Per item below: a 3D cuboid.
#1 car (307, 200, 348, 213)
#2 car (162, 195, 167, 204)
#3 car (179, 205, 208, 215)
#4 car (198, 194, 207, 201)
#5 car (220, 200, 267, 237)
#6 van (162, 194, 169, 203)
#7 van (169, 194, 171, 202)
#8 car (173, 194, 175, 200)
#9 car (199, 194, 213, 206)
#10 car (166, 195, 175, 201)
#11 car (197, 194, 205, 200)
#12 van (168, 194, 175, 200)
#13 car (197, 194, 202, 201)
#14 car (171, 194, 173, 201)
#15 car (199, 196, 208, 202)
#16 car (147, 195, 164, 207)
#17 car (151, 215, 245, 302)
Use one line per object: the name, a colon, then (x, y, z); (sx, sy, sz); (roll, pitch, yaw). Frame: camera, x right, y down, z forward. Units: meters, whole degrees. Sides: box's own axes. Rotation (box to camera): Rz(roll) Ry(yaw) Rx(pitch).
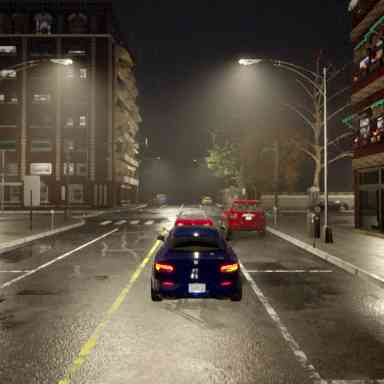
car: (15.153, 1.607, 37.144); (4.313, 1.339, 1.947); (0, -1, 0)
car: (-5.768, 1.616, 56.113); (1.802, 1.307, 4.206); (1, 0, 0)
car: (0.071, 1.608, 17.900); (1.895, 1.301, 4.718); (0, 0, 0)
car: (2.572, 1.377, 83.812); (2.192, 1.841, 5.009); (1, 0, 0)
car: (2.679, 1.322, 18.091); (2.192, 1.841, 5.009); (1, 0, 0)
van: (-5.772, 1.380, 61.652); (1.690, 1.788, 3.998); (1, 0, 0)
van: (-5.781, 1.385, 67.191); (1.690, 1.788, 3.998); (1, 0, 0)
car: (-5.803, 1.606, 78.268); (2.008, 1.369, 4.403); (1, 0, 0)
car: (2.613, 1.560, 56.291); (1.752, 1.417, 4.829); (1, 0, 0)
car: (-5.821, 1.620, 89.346); (2.008, 1.369, 4.403); (1, 0, 0)
car: (2.554, 1.391, 94.887); (2.192, 1.841, 5.009); (1, 0, 0)
van: (-5.826, 1.417, 94.884); (1.690, 1.788, 3.998); (1, 0, 0)
car: (2.586, 1.601, 72.735); (2.008, 1.369, 4.403); (1, 0, 0)
car: (-5.794, 1.632, 72.730); (1.802, 1.307, 4.206); (1, 0, 0)
car: (2.576, 1.622, 78.274); (1.947, 1.339, 4.313); (1, 0, 0)
car: (-5.759, 1.612, 50.576); (1.802, 1.307, 4.206); (1, 0, 0)
car: (0.088, 1.528, 8.157); (1.812, 1.442, 4.674); (0, 0, 0)
